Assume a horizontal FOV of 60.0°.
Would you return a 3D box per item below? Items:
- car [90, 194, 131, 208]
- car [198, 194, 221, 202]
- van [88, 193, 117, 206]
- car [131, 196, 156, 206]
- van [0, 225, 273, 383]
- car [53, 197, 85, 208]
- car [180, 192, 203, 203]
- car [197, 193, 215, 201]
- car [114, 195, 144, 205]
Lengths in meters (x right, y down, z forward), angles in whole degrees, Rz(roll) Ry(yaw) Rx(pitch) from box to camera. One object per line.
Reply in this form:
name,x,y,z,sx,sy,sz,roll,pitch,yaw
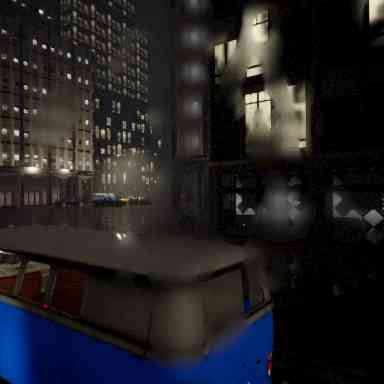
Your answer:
car,-10.141,1.267,41.077,1.887,1.381,4.507,0,0,36
car,3.181,1.101,59.273,2.008,1.369,4.403,0,0,36
van,-13.596,1.135,50.544,1.690,1.788,3.998,0,0,36
car,-6.811,1.230,45.626,2.008,1.369,4.403,0,0,36
van,-1.112,1.342,3.684,3.998,1.788,1.690,0,-1,36
car,-16.926,1.403,45.994,1.947,1.339,4.313,0,0,36
car,-0.152,0.908,54.723,2.192,1.841,5.009,0,0,36
car,3.065,1.016,73.299,1.967,1.590,4.097,0,0,36
car,-10.363,1.278,54.958,1.752,1.417,4.829,0,0,36
